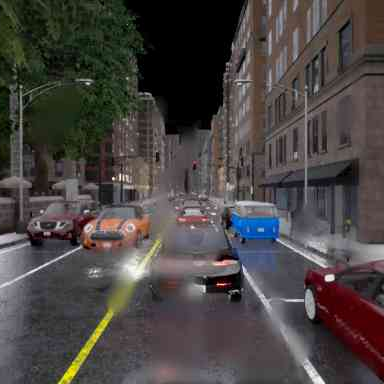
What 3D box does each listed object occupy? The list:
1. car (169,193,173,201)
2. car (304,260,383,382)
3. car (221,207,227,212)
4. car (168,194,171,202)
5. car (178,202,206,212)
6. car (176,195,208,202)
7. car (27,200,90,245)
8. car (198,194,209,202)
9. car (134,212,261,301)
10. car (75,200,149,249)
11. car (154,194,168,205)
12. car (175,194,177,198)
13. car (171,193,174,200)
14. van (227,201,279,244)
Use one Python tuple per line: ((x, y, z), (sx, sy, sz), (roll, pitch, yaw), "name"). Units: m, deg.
((-5.717, 1.494, 70.131), (1.887, 1.381, 4.507), (0, 0, 0), "car")
((2.853, 1.544, 4.266), (1.887, 1.381, 4.507), (0, 0, 0), "car")
((2.841, 1.558, 21.247), (1.947, 1.339, 4.313), (0, 0, 0), "car")
((-5.713, 1.502, 64.680), (2.008, 1.369, 4.403), (0, 0, 0), "car")
((0.091, 1.519, 18.536), (1.812, 1.442, 4.674), (0, 0, 0), "car")
((0.029, 1.339, 27.493), (2.097, 1.767, 4.553), (0, 0, 2), "car")
((-5.680, 1.310, 15.541), (2.192, 1.841, 5.009), (0, 0, 0), "car")
((2.803, 1.388, 75.624), (1.967, 1.590, 4.097), (0, 0, 0), "car")
((0.094, 1.490, 8.274), (2.128, 1.511, 4.902), (0, 0, 0), "car")
((-3.092, 1.348, 14.365), (2.097, 1.767, 4.553), (0, 0, 0), "car")
((-5.710, 1.481, 59.060), (1.752, 1.417, 4.829), (0, 0, 0), "car")
((-5.728, 1.497, 86.483), (2.008, 1.369, 4.403), (0, 0, 0), "car")
((-5.721, 1.492, 75.582), (1.887, 1.381, 4.507), (0, 0, 0), "car")
((2.845, 1.336, 15.586), (1.690, 1.788, 3.998), (0, 0, 0), "van")
